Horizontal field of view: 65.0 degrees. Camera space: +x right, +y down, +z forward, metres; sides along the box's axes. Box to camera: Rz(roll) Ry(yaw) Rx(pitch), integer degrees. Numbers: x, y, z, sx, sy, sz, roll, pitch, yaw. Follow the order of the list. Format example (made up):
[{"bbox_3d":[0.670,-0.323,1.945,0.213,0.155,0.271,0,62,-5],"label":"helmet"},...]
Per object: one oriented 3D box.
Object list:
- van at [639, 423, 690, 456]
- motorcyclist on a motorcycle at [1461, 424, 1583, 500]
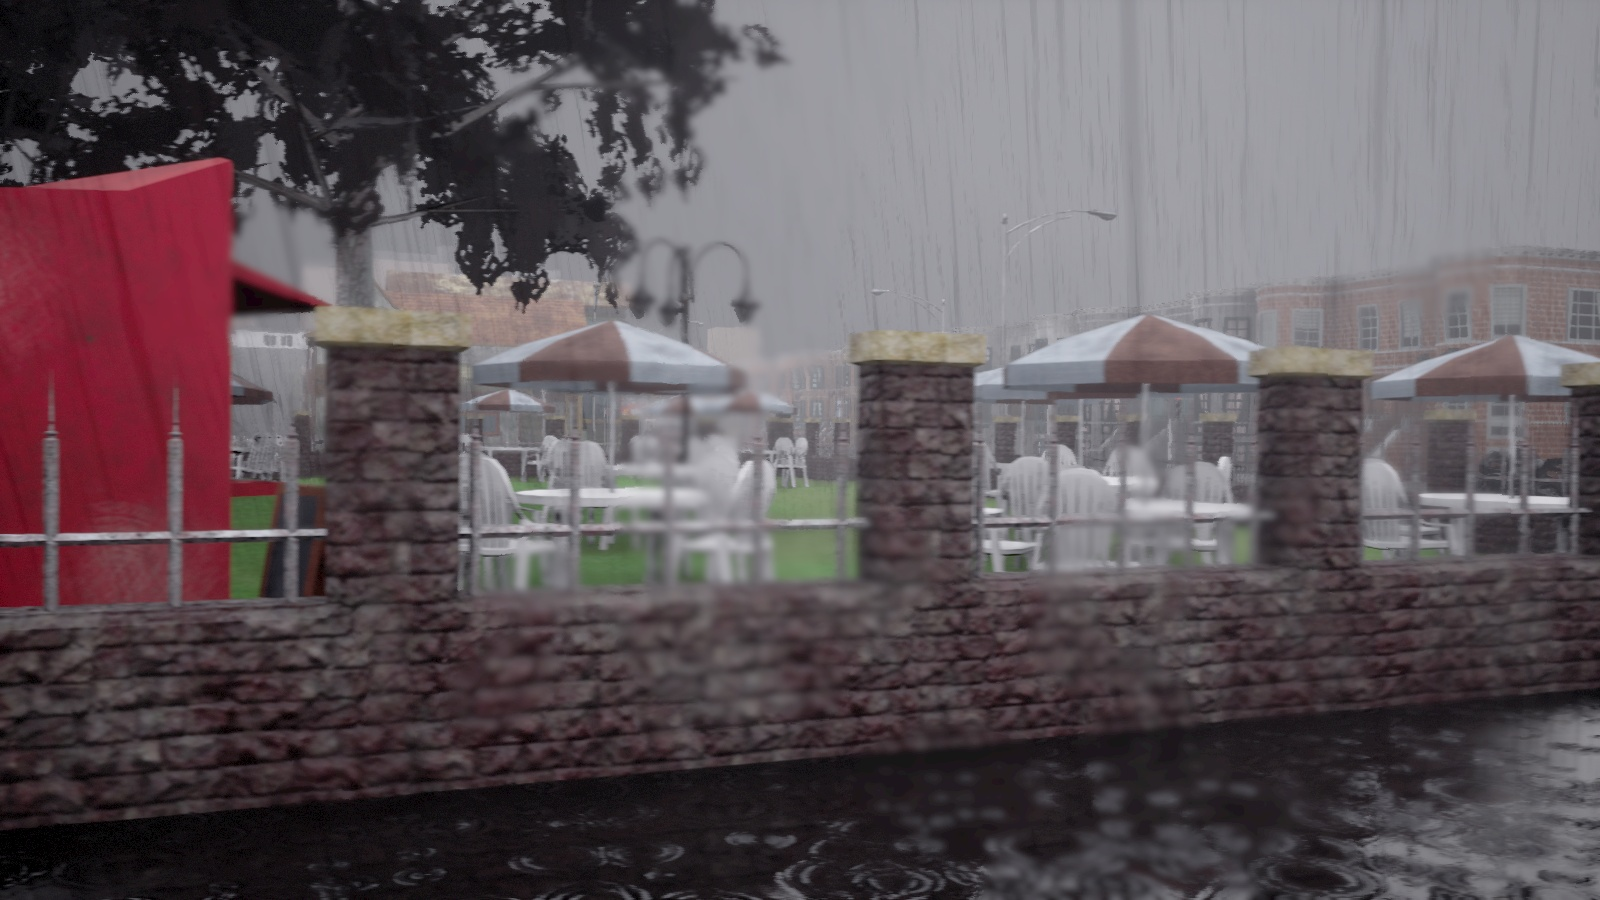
[{"bbox_3d":[-8.515,-0.667,78.689,2.069,2.038,4.480,-1,1,-21],"label":"van"},{"bbox_3d":[15.402,0.229,26.860,0.866,1.530,2.191,-1,1,-21],"label":"motorcyclist on a motorcycle"}]
